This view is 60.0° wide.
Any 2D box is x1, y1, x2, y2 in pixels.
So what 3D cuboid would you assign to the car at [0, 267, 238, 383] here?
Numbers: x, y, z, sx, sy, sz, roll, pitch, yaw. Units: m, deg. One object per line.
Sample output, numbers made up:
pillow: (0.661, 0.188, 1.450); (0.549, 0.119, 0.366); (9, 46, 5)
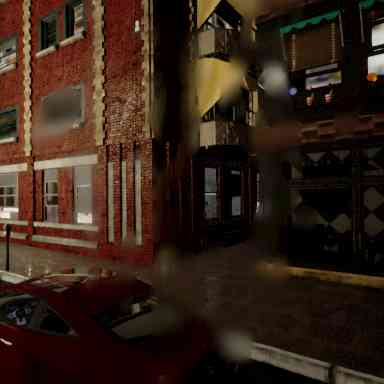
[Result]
car: (-1.501, 1.583, 3.923); (4.206, 1.307, 1.802); (0, -1, 36)
